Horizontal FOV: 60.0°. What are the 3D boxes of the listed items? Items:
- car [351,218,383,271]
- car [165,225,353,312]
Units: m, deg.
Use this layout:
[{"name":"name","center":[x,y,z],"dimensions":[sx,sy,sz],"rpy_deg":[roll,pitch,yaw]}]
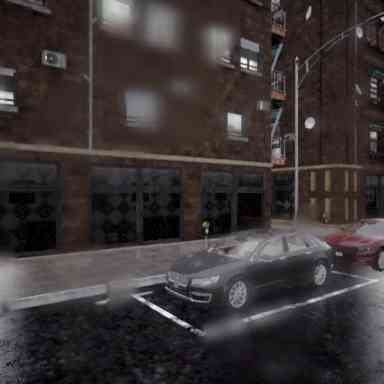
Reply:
[{"name":"car","center":[6.066,1.541,10.885],"dimensions":[4.507,1.381,1.887],"rpy_deg":[0,0,-36]},{"name":"car","center":[1.478,1.549,7.612],"dimensions":[4.403,1.369,2.008],"rpy_deg":[0,0,-36]}]
